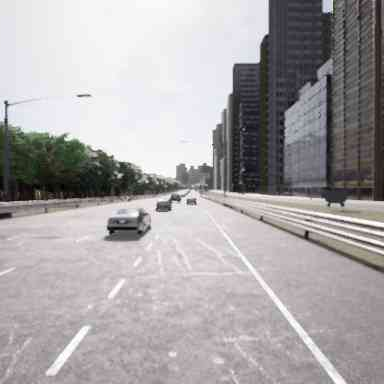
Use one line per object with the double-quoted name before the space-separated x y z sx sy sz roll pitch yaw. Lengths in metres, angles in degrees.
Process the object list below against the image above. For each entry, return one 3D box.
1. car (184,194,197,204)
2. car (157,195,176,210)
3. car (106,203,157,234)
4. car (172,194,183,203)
"car" -0.092 1.594 66.193 2.128 1.511 4.902 0 0 0
"car" -3.576 1.542 43.237 2.128 1.511 4.902 0 0 0
"car" -3.510 1.559 19.231 2.033 1.411 5.357 0 0 0
"car" -3.759 1.358 75.824 2.150 2.045 5.566 0 0 0
